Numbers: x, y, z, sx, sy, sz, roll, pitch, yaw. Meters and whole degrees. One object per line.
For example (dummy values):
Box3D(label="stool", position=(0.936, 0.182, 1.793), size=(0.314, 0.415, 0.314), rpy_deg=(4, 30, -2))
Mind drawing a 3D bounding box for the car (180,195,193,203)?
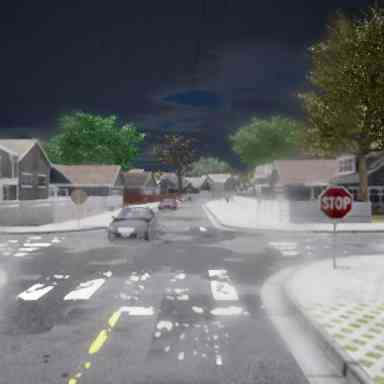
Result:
Box3D(label="car", position=(-1.124, 1.246, 62.621), size=(2.128, 1.511, 4.902), rpy_deg=(0, 0, 10))

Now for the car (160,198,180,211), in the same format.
Box3D(label="car", position=(-2.746, 1.429, 38.403), size=(1.994, 1.385, 4.181), rpy_deg=(0, 0, 0))

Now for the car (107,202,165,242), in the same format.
Box3D(label="car", position=(-2.753, 1.484, 16.262), size=(2.128, 1.511, 4.902), rpy_deg=(0, 0, 0))
